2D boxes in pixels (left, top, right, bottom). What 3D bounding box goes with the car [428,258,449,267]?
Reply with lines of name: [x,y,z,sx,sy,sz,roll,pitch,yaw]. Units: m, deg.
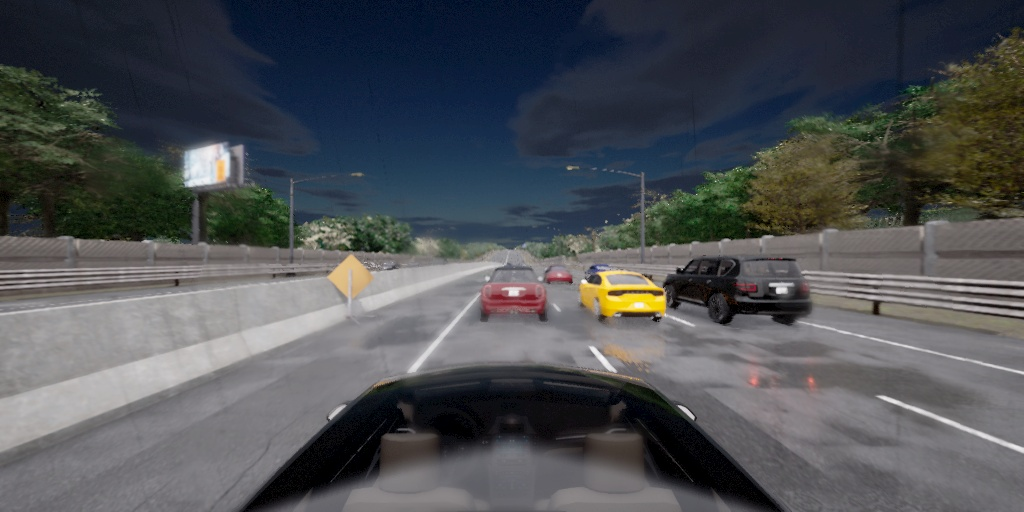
car: [-10.546,1.332,52.141,2.150,2.045,5.566,0,-1,1]

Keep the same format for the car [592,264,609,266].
car: [7.087,1.399,29.019,1.812,1.442,4.674,0,-1,0]

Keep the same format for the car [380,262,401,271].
car: [-17.541,1.600,52.044,2.128,1.511,4.902,0,-1,0]

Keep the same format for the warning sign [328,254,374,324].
warning sign: [-4.547,0.879,10.068,1.300,1.860,1.060,0,0,0]

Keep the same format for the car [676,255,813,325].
car: [7.070,0.994,12.045,2.150,2.045,5.566,0,0,0]

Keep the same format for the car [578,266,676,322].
car: [3.570,1.251,12.500,1.882,1.535,5.008,0,0,0]

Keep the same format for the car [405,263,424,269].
car: [-14.045,1.671,51.877,1.994,1.385,4.181,0,-1,0]

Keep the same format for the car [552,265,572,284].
car: [3.582,1.433,28.592,1.994,1.385,4.181,0,-1,0]

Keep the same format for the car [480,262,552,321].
car: [0.073,1.125,12.736,2.097,1.767,4.553,0,0,0]
